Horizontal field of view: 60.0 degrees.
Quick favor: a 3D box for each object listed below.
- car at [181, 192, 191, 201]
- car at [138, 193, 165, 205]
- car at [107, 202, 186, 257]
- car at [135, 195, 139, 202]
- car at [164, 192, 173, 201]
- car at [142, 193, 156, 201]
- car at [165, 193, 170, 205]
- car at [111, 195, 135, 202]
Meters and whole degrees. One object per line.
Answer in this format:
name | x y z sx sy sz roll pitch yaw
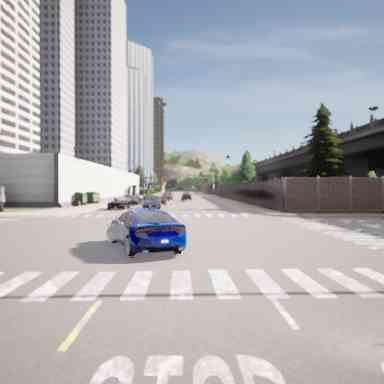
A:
car | -1.052 0.868 62.833 1.837 1.490 4.892 0 1 -1
car | -4.240 1.142 35.753 1.837 1.490 4.892 0 1 -1
car | -1.871 1.372 12.690 1.882 1.535 5.008 0 0 -24
car | -7.917 1.088 45.218 2.033 1.411 5.357 0 1 -1
car | -4.683 0.708 63.515 2.097 1.767 4.553 0 1 -1
car | -8.163 0.907 63.160 2.033 1.411 5.357 0 1 -1
car | -4.416 1.142 45.165 1.895 1.301 4.718 0 1 -1
car | -7.739 1.238 35.679 1.895 1.301 4.718 0 1 -1
